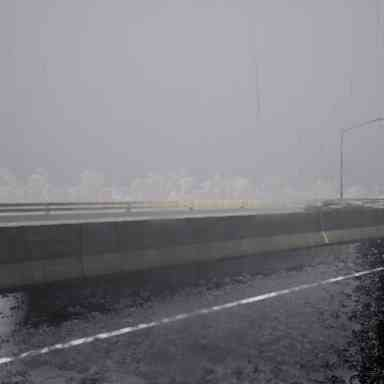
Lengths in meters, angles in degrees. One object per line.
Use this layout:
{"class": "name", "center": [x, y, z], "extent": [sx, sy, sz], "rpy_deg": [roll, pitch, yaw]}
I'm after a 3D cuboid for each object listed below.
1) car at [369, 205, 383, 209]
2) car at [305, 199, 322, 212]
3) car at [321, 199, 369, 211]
{"class": "car", "center": [17.241, 1.514, 27.949], "extent": [4.181, 1.385, 1.994], "rpy_deg": [0, 0, -33]}
{"class": "car", "center": [13.481, 1.445, 33.853], "extent": [4.181, 1.385, 1.994], "rpy_deg": [0, 0, -33]}
{"class": "car", "center": [14.255, 1.511, 30.189], "extent": [4.718, 1.301, 1.895], "rpy_deg": [0, 0, -33]}
